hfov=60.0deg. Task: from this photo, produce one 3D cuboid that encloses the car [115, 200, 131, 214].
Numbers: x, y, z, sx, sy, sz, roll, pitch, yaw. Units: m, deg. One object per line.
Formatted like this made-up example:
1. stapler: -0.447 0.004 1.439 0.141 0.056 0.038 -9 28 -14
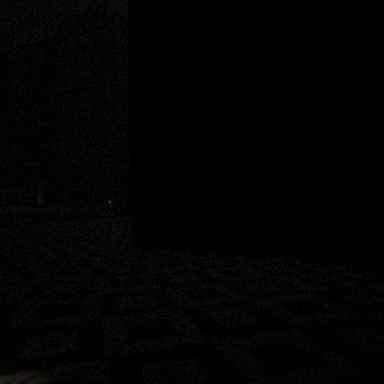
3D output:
1. car: -6.194 1.600 36.499 1.882 1.535 5.008 -1 -1 35
